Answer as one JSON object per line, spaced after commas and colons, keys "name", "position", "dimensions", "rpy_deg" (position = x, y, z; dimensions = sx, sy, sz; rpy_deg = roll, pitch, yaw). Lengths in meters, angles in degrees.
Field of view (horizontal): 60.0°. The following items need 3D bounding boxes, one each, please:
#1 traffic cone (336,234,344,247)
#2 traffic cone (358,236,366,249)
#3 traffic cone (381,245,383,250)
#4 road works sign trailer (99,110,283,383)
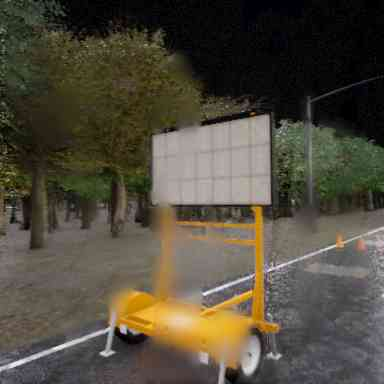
{"name": "traffic cone", "position": [7.322, 2.402, 16.486], "dimensions": [0.340, 0.580, 0.340], "rpy_deg": [-2, -2, 39]}
{"name": "traffic cone", "position": [8.102, 2.377, 15.860], "dimensions": [0.340, 0.580, 0.340], "rpy_deg": [-2, -2, 39]}
{"name": "traffic cone", "position": [8.882, 2.353, 15.234], "dimensions": [0.340, 0.580, 0.340], "rpy_deg": [-2, -2, 39]}
{"name": "road works sign trailer", "position": [0.353, 0.632, 5.451], "dimensions": [2.380, 3.560, 2.880], "rpy_deg": [-2, -2, 39]}
